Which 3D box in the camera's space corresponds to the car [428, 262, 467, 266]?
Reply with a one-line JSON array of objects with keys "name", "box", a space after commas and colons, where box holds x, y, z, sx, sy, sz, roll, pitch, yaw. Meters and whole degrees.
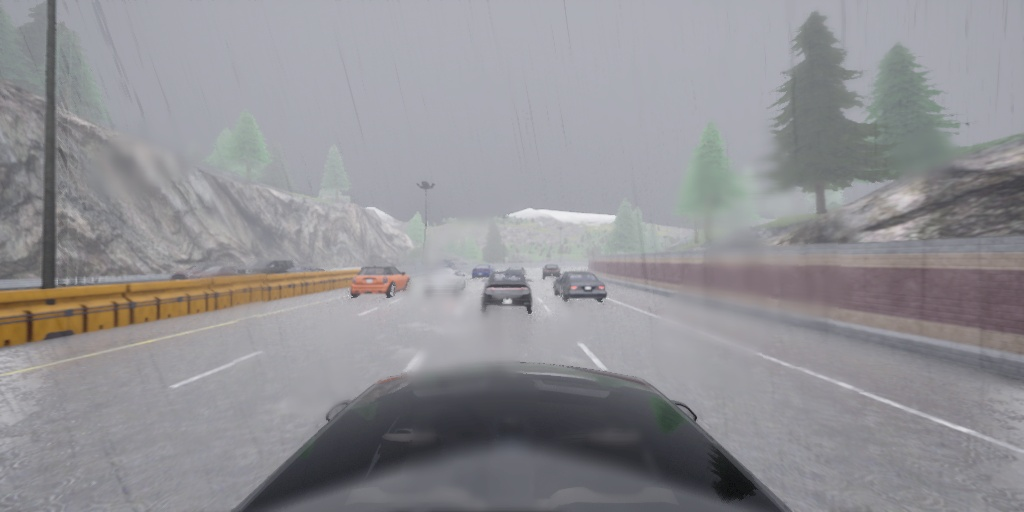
[{"name": "car", "box": [-6.487, 1.634, 36.642, 2.128, 1.511, 4.902, 0, 0, 5]}]

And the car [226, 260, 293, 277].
[{"name": "car", "box": [-21.186, 1.340, 31.063, 2.150, 2.045, 5.566, 0, -1, 4]}]

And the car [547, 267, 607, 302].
[{"name": "car", "box": [3.235, 1.464, 17.978, 2.033, 1.411, 5.357, 0, -1, -1]}]

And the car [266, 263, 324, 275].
[{"name": "car", "box": [-17.708, 1.592, 30.223, 2.128, 1.511, 4.902, 0, -1, 3]}]

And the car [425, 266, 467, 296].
[{"name": "car", "box": [-3.774, 1.491, 20.949, 1.812, 1.442, 4.674, 0, -1, 0]}]

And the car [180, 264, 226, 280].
[{"name": "car", "box": [-24.706, 1.645, 30.286, 1.812, 1.442, 4.674, 0, -1, 3]}]

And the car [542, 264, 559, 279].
[{"name": "car", "box": [4.214, 1.632, 37.918, 1.837, 1.490, 4.892, 0, -1, 7]}]

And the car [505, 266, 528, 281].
[{"name": "car", "box": [0.515, 1.724, 36.617, 1.895, 1.301, 4.718, 0, -1, 6]}]

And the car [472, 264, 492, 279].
[{"name": "car", "box": [-2.846, 1.621, 37.694, 1.882, 1.535, 5.008, 0, 0, 6]}]

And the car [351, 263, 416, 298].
[{"name": "car", "box": [-7.270, 1.322, 20.365, 2.097, 1.767, 4.553, 0, -1, 0]}]

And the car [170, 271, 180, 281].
[{"name": "car", "box": [-28.059, 1.504, 32.550, 2.097, 1.767, 4.553, 0, -1, 4]}]

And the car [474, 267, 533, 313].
[{"name": "car", "box": [-0.203, 1.384, 14.825, 2.128, 1.511, 4.902, 0, 0, -1]}]
